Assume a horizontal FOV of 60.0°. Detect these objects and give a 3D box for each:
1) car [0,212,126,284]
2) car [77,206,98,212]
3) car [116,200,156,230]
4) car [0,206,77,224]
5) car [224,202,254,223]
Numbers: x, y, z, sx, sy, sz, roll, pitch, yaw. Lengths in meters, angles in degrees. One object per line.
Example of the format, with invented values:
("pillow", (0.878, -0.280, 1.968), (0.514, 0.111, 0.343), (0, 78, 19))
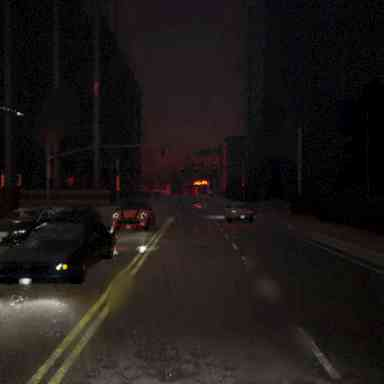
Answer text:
("car", (-3.583, 1.536, 9.816), (2.033, 1.411, 5.357), (0, 0, 0))
("car", (-6.997, 1.542, 20.555), (1.994, 1.385, 4.181), (0, 0, 0))
("car", (-3.497, 1.326, 20.531), (2.097, 1.767, 4.553), (0, 0, 0))
("car", (-7.065, 1.474, 14.539), (2.128, 1.511, 4.902), (0, 0, 0))
("car", (3.526, 1.495, 25.347), (1.812, 1.442, 4.674), (0, 0, 1))
